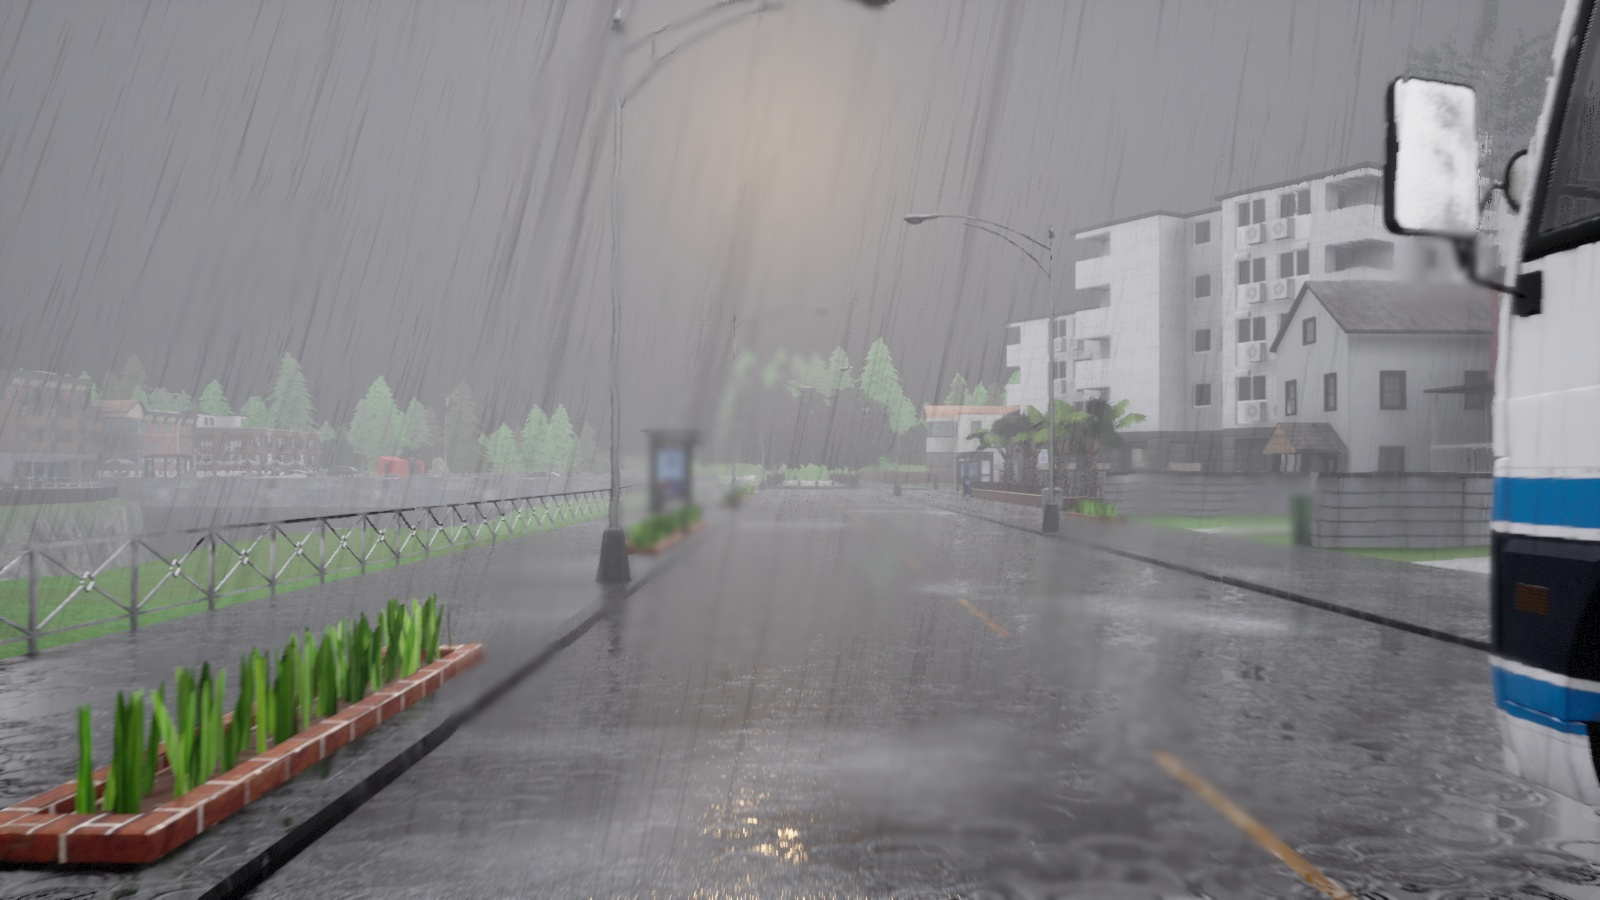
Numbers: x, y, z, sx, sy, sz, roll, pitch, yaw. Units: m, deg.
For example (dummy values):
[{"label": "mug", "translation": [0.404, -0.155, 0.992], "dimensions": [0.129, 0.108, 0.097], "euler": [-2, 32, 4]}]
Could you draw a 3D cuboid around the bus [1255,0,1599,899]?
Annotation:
[{"label": "bus", "translation": [3.992, -0.572, 0.372], "dimensions": [3.944, 4.253, 10.273], "euler": [0, -1, 0]}]
